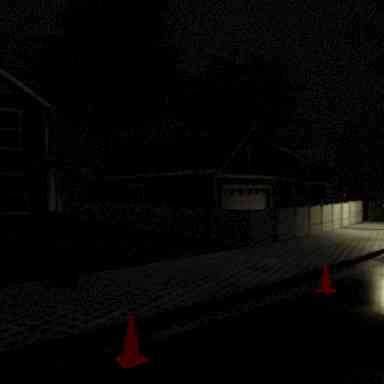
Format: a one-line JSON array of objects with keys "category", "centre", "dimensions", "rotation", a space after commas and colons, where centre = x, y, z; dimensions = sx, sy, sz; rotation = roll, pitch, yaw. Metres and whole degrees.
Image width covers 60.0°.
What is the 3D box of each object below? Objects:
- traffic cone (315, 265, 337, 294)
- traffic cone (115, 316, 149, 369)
[{"category": "traffic cone", "centre": [3.014, 1.937, 7.488], "dimensions": [0.340, 0.580, 0.340], "rotation": [0, 0, -40]}, {"category": "traffic cone", "centre": [-0.806, 1.960, 4.448], "dimensions": [0.340, 0.580, 0.340], "rotation": [0, 0, -37]}]
